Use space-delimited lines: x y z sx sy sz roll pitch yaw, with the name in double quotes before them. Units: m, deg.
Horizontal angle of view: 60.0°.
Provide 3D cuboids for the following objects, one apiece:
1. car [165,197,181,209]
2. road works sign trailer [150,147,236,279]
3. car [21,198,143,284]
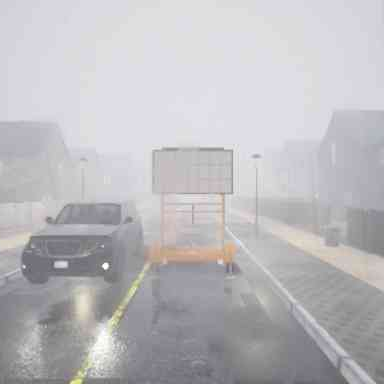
"car" -2.640 1.463 46.921 2.097 1.767 4.553 0 0 0
"road works sign trailer" 0.029 0.465 10.062 2.380 3.560 2.880 0 0 1
"car" -2.829 1.222 9.971 2.150 2.045 5.566 0 0 0
